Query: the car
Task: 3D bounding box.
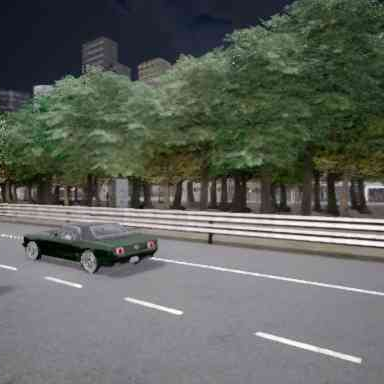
[{"bbox_3d":[-3.415,1.602,10.605,4.718,1.301,1.895,0,0,35],"label":"car"}]
